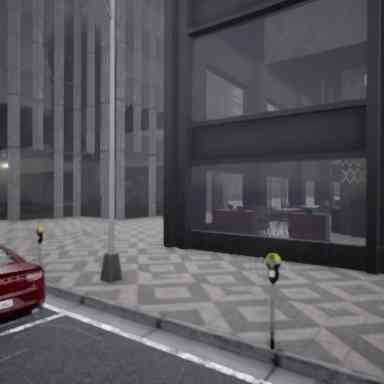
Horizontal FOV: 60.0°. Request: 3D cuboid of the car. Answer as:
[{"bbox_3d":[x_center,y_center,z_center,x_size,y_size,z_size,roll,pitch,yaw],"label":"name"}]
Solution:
[{"bbox_3d":[-4.576,1.524,6.225,4.507,1.381,1.887,0,0,36],"label":"car"}]
